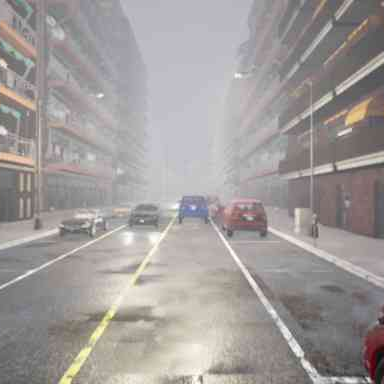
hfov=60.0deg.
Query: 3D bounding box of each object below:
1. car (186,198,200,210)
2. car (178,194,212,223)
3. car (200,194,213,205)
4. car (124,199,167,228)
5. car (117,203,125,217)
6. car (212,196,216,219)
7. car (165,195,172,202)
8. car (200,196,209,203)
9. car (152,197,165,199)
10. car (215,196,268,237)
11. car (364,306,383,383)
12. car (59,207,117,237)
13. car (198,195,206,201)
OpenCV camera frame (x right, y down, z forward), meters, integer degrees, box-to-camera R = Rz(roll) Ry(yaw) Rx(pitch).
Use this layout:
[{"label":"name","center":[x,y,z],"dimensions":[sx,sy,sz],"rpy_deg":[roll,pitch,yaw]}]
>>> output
[{"label":"car","center":[0.098,1.534,45.033],"dimensions":[1.812,1.442,4.674],"rpy_deg":[0,0,0]},{"label":"car","center":[0.099,1.223,25.637],"dimensions":[2.150,2.045,5.566],"rpy_deg":[0,0,0]},{"label":"car","center":[2.700,1.329,62.447],"dimensions":[2.192,1.841,5.009],"rpy_deg":[1,0,0]},{"label":"car","center":[-3.002,1.487,22.542],"dimensions":[1.882,1.535,5.008],"rpy_deg":[0,0,0]},{"label":"car","center":[-5.682,1.529,28.903],"dimensions":[1.752,1.417,4.829],"rpy_deg":[1,0,0]},{"label":"car","center":[2.699,1.444,29.039],"dimensions":[1.967,1.590,4.097],"rpy_deg":[1,0,0]},{"label":"car","center":[-5.703,1.460,79.183],"dimensions":[1.967,1.590,4.097],"rpy_deg":[1,0,0]},{"label":"car","center":[2.704,1.544,73.753],"dimensions":[1.752,1.417,4.829],"rpy_deg":[1,0,0]},{"label":"car","center":[-5.683,1.535,51.173],"dimensions":[1.752,1.417,4.829],"rpy_deg":[1,0,0]},{"label":"car","center":[2.702,1.317,17.903],"dimensions":[2.192,1.841,5.009],"rpy_deg":[1,0,0]},{"label":"car","center":[2.703,1.315,1.200],"dimensions":[2.192,1.841,5.009],"rpy_deg":[1,0,0]},{"label":"car","center":[-5.681,1.552,17.936],"dimensions":[2.008,1.369,4.403],"rpy_deg":[1,0,0]},{"label":"car","center":[2.765,1.592,90.929],"dimensions":[1.947,1.339,4.313],"rpy_deg":[1,0,0]}]
